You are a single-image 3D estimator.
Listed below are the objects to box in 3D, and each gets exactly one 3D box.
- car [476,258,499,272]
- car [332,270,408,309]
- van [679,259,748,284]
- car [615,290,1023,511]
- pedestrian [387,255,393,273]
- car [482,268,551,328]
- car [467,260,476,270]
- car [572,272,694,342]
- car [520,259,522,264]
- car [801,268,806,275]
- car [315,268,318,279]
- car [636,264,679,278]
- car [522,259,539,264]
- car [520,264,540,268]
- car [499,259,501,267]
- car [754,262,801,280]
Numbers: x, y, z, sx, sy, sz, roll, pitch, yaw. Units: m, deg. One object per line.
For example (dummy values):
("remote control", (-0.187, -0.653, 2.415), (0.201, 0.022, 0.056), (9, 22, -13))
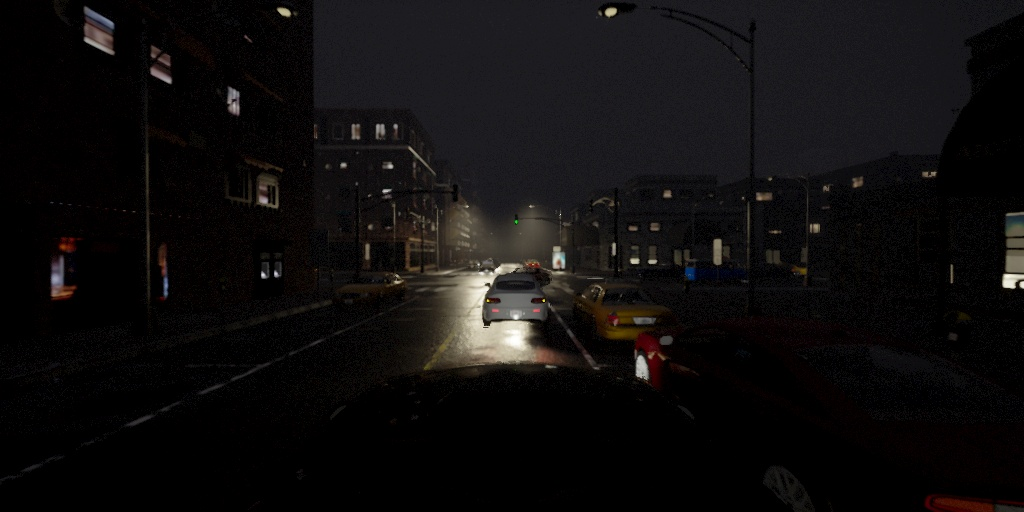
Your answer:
("car", (-3.110, 1.277, 46.579), (2.033, 1.411, 5.357), (0, 0, 0))
("car", (-5.695, 1.265, 14.907), (1.751, 1.417, 4.829), (0, 0, 0))
("van", (14.650, 1.140, 25.848), (3.998, 1.789, 1.690), (0, 0, 0))
("car", (2.689, 1.293, 3.681), (1.888, 1.381, 4.507), (0, 0, 0))
("pedestrian", (-12.639, 0.797, 36.955), (0.375, 1.860, 0.375), (0, 0, 0))
("car", (0.099, 1.268, 11.278), (1.812, 1.442, 4.674), (0, 0, 0))
("car", (-5.703, 1.281, 53.228), (2.007, 1.370, 4.403), (0, 0, 0))
("car", (2.688, 1.269, 9.548), (1.751, 1.417, 4.829), (0, 0, 0))
("car", (2.676, 1.315, 58.940), (1.802, 1.307, 4.207), (0, 0, 0))
("car", (25.476, 1.289, 34.311), (4.829, 1.417, 1.751), (0, 0, 0))
("car", (-17.756, 1.193, 28.183), (5.008, 1.535, 1.882), (0, 0, 0))
("car", (13.482, 1.353, 31.626), (4.718, 1.301, 1.895), (0, 0, -1))
("car", (2.679, 1.169, 47.546), (1.967, 1.591, 4.097), (0, 0, 0))
("car", (1.205, 1.352, 22.871), (1.895, 1.301, 4.718), (-1, -1, 16))
("car", (-3.093, 1.258, 56.503), (1.812, 1.442, 4.674), (0, 0, 0))
("car", (22.401, 1.339, 31.691), (4.181, 1.385, 1.994), (0, 0, 0))
